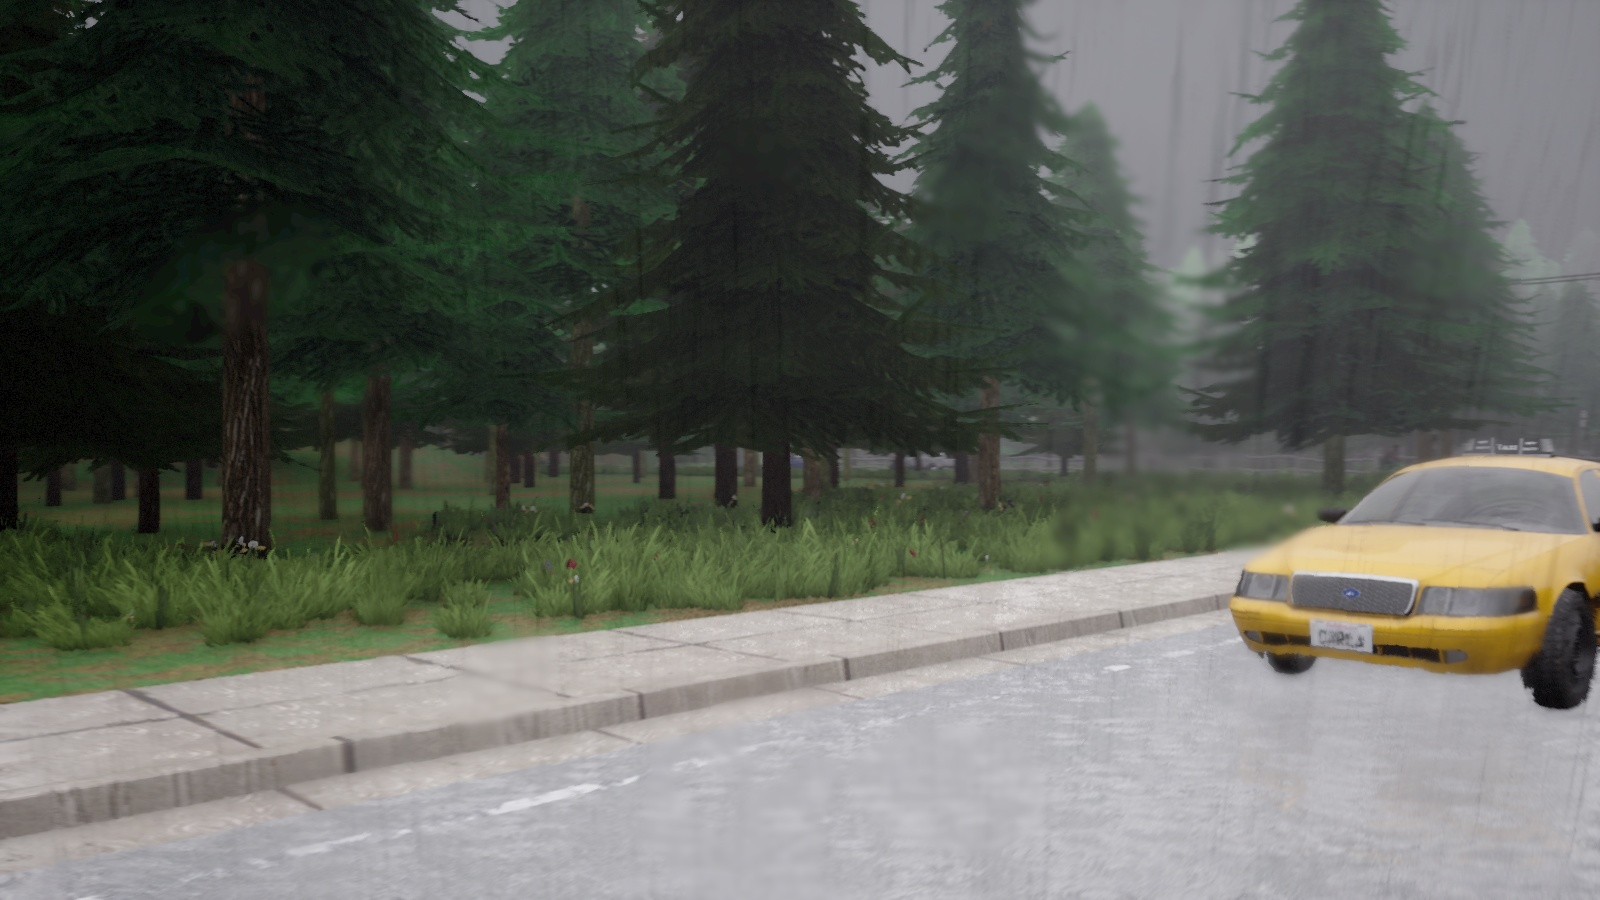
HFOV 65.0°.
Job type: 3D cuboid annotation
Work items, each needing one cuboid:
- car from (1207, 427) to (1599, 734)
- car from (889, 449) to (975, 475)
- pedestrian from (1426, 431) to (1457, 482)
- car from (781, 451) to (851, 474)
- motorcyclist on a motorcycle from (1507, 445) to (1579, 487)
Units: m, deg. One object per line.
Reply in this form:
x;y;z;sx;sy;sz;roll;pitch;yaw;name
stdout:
5.060;0.661;8.953;5.366;1.575;1.801;0;0;-44;car
7.827;0.698;74.875;2.128;1.511;4.902;0;0;-43;car
23.593;0.250;46.159;0.900;1.855;0.874;0;0;33;pedestrian
1.025;0.824;82.145;1.812;1.442;4.674;0;0;-44;car
28.152;0.594;47.626;0.866;1.530;2.191;0;0;-41;motorcyclist on a motorcycle
